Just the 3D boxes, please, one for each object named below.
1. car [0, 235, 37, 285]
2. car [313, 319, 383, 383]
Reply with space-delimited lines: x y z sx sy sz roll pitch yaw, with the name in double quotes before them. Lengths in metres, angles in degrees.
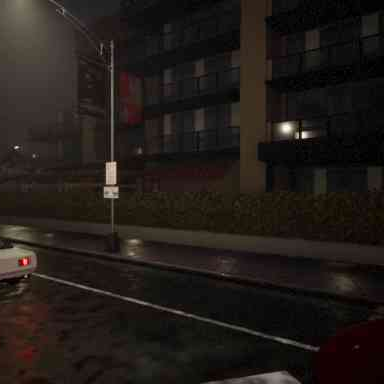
"car" -5.957 1.601 8.263 4.718 1.301 1.895 0 0 36
"car" 3.261 1.478 1.771 5.008 1.535 1.882 -1 0 35
